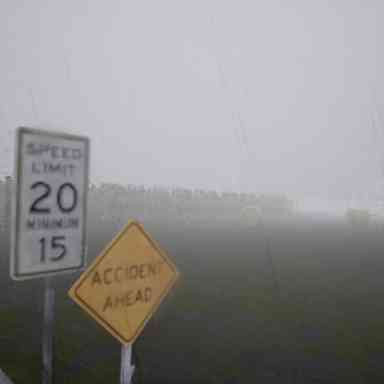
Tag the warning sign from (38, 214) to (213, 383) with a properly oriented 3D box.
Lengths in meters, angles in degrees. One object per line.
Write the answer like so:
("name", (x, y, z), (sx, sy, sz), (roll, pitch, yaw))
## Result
("warning sign", (-0.650, 1.185, 3.372), (1.060, 1.860, 1.300), (1, -2, 45))
